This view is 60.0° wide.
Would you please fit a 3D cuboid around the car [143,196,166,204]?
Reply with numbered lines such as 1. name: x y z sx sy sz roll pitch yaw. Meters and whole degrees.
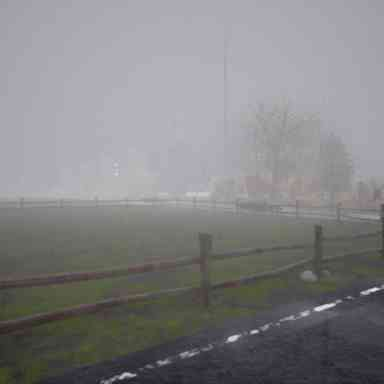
1. car: -5.913 1.226 53.042 1.895 1.301 4.718 -1 1 -35

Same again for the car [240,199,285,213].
1. car: 7.261 1.403 34.358 1.895 1.301 4.718 -1 1 -35
